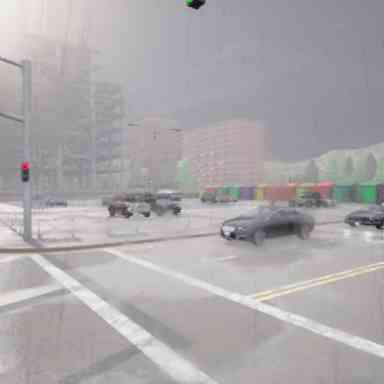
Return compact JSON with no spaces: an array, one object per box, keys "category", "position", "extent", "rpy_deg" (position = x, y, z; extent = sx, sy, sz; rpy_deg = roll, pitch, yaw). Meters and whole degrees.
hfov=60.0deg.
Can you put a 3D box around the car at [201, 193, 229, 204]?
[{"category":"car","position":[3.377,0.888,53.564],"extent":[1.932,1.855,4.605],"rpy_deg":[-1,0,-35]}]

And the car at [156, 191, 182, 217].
[{"category":"car","position":[-2.595,1.044,27.935],"extent":[1.905,1.878,3.866],"rpy_deg":[-1,0,-35]}]

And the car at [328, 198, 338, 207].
[{"category":"car","position":[15.830,1.114,40.884],"extent":[1.970,1.475,3.806],"rpy_deg":[-1,0,-35]}]

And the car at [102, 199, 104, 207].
[{"category":"car","position":[-10.405,1.257,43.791],"extent":[1.970,1.475,3.806],"rpy_deg":[-1,0,-35]}]

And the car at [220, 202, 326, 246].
[{"category":"car","position":[3.449,1.403,14.852],"extent":[4.902,1.511,2.128],"rpy_deg":[-1,0,-34]}]

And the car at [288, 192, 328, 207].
[{"category":"car","position":[13.451,0.896,39.230],"extent":[1.905,1.878,3.866],"rpy_deg":[-1,0,-35]}]

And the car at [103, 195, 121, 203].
[{"category":"car","position":[-14.352,1.209,59.468],"extent":[1.970,1.475,3.806],"rpy_deg":[-1,0,-35]}]

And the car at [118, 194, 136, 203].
[{"category":"car","position":[-11.982,1.156,61.129],"extent":[1.784,1.438,3.905],"rpy_deg":[-1,0,-35]}]

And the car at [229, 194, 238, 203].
[{"category":"car","position":[5.786,1.076,55.175],"extent":[1.784,1.438,3.905],"rpy_deg":[-1,0,-35]}]

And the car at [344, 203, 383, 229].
[{"category":"car","position":[11.555,1.386,20.290],"extent":[5.357,1.411,2.033],"rpy_deg":[-1,0,-34]}]

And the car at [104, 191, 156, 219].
[{"category":"car","position":[-4.996,1.063,26.318],"extent":[1.932,1.855,4.605],"rpy_deg":[-1,0,-35]}]
